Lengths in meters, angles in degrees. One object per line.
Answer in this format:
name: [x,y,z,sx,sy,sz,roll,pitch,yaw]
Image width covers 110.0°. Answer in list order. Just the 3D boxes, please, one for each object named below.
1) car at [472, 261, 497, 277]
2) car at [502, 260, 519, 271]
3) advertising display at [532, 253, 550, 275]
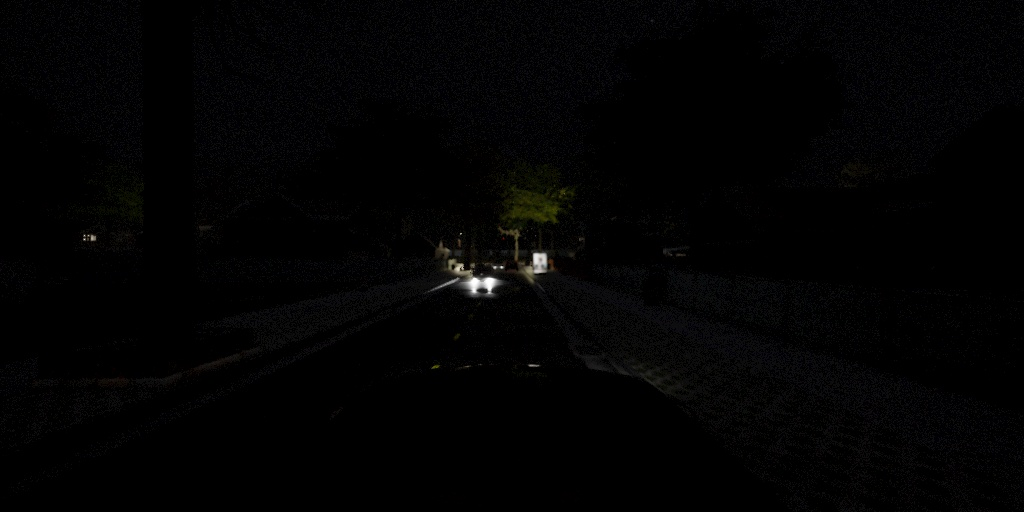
car: [-2.889,1.451,36.445,1.895,1.301,4.718,0,0,0]
car: [-0.016,1.336,52.380,1.882,1.535,5.008,0,0,0]
advertising display: [2.965,0.874,37.585,1.540,2.440,0.280,0,0,0]
